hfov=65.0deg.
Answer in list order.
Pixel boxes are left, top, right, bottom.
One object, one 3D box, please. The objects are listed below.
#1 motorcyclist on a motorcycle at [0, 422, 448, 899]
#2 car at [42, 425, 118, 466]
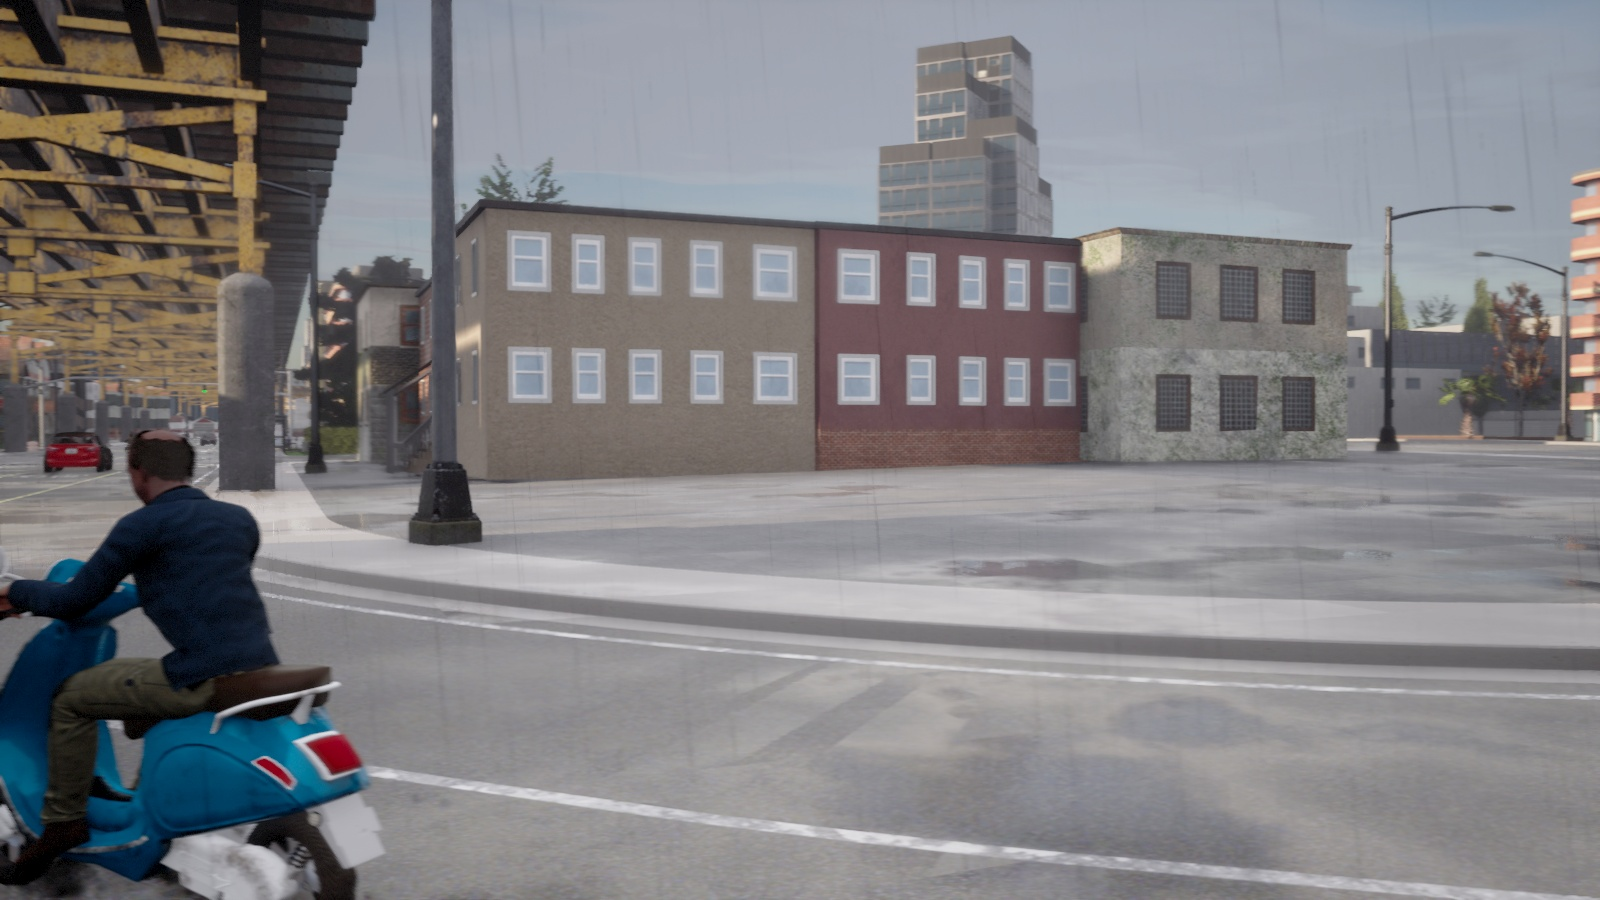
[{"bbox_3d":[-2.173,0.712,4.118,1.817,1.590,0.866,1,0,24],"label":"motorcyclist on a motorcycle"},{"bbox_3d":[-30.677,-0.229,53.623,2.242,1.667,4.611,0,1,-23],"label":"car"}]
